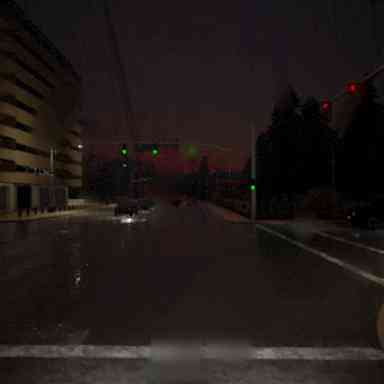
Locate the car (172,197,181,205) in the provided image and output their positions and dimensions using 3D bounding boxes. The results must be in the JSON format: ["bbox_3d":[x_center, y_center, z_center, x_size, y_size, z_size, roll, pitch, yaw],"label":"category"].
[{"bbox_3d":[-3.507,2.025,75.342,1.882,1.535,5.008,0,0,0],"label":"car"}]

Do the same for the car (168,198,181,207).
[{"bbox_3d":[-3.412,1.989,60.791,2.033,1.411,5.357,0,0,1],"label":"car"}]

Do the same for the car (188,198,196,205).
[{"bbox_3d":[-0.008,2.073,75.584,1.812,1.442,4.674,0,0,0],"label":"car"}]

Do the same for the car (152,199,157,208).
[{"bbox_3d":[-7.081,1.915,56.481,1.837,1.490,4.892,0,0,0],"label":"car"}]

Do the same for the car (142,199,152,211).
[{"bbox_3d":[-7.089,1.863,46.412,1.812,1.442,4.674,0,0,0],"label":"car"}]

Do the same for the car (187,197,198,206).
[{"bbox_3d":[0.094,1.834,65.937,2.097,1.767,4.553,0,0,0],"label":"car"}]

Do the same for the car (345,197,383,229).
[{"bbox_3d":[13.037,1.324,21.699,5.566,2.045,2.150,0,0,2],"label":"car"}]

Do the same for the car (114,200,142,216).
[{"bbox_3d":[-7.092,1.740,36.107,1.882,1.535,5.008,0,0,0],"label":"car"}]
